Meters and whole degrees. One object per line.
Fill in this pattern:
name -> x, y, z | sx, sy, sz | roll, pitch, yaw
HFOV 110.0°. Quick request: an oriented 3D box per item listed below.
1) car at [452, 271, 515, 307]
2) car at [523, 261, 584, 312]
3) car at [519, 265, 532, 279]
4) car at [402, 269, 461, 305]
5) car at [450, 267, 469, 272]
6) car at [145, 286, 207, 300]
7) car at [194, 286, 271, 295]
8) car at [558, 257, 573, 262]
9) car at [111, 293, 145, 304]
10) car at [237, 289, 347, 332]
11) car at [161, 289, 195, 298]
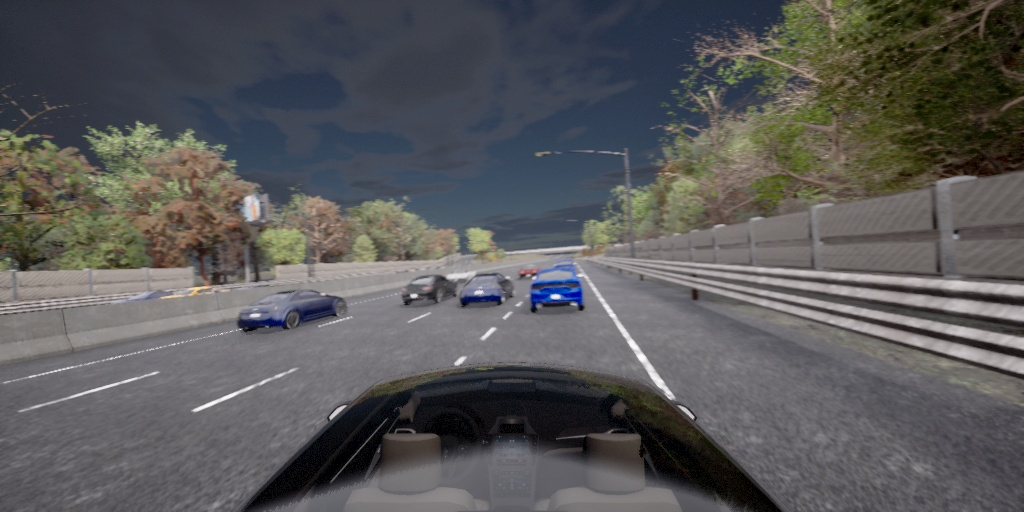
car -> -1.101, 1.520, 17.362 | 1.994, 1.385, 4.181 | -4, 0, 9
car -> 1.841, 1.198, 14.398 | 1.882, 1.535, 5.008 | -4, 0, 9
car -> 1.875, 1.498, 35.542 | 1.895, 1.301, 4.718 | -4, 0, 9
car -> -4.313, 1.729, 19.381 | 1.812, 1.442, 4.674 | -4, 0, 9
car -> -5.013, 2.001, 36.682 | 1.895, 1.301, 4.718 | -4, 0, 9
car -> -24.389, 3.191, 27.651 | 1.882, 1.535, 5.008 | -4, 0, 9
car -> -17.834, 2.764, 24.455 | 2.033, 1.411, 5.357 | -4, 0, 9
car -> 5.092, 1.133, 34.273 | 1.882, 1.535, 5.008 | -4, -1, 9
car -> -27.923, 3.493, 27.652 | 1.812, 1.442, 4.674 | -4, 0, 9
car -> -8.642, 2.037, 14.503 | 1.994, 1.385, 4.181 | -4, 0, 9
car -> -21.213, 3.068, 25.398 | 1.895, 1.301, 4.718 | -4, 0, 9
